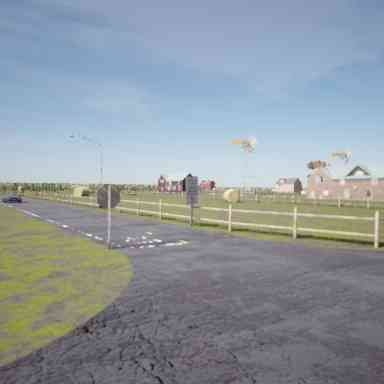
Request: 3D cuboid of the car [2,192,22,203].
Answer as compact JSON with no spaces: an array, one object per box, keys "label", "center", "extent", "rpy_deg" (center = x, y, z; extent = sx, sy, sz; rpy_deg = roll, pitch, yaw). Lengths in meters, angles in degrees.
[{"label":"car","center":[-24.711,0.758,45.625],"extent":[1.994,1.385,4.181],"rpy_deg":[1,0,-36]}]
